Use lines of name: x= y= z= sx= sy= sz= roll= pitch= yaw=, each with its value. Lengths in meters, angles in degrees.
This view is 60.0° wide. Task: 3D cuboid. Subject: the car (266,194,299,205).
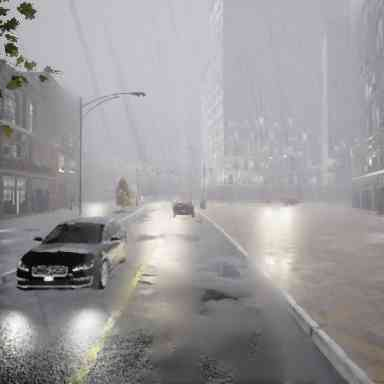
car: x=13.945 y=1.201 z=51.510 sx=5.009 sy=1.841 sz=2.192 roll=0 pitch=-1 yaw=15

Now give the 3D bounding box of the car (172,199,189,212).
car: x=-1.500 y=1.607 z=40.650 sx=1.895 sy=1.301 sz=4.718 roll=0 pitch=0 yaw=-4

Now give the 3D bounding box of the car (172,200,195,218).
car: x=-0.817 y=1.483 z=30.774 sx=1.882 sy=1.535 sz=5.008 roll=0 pitch=0 yaw=-3

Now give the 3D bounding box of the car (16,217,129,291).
car: x=-2.943 y=1.506 z=9.169 sx=1.837 sy=1.490 sz=4.892 roll=0 pitch=0 yaw=-1
